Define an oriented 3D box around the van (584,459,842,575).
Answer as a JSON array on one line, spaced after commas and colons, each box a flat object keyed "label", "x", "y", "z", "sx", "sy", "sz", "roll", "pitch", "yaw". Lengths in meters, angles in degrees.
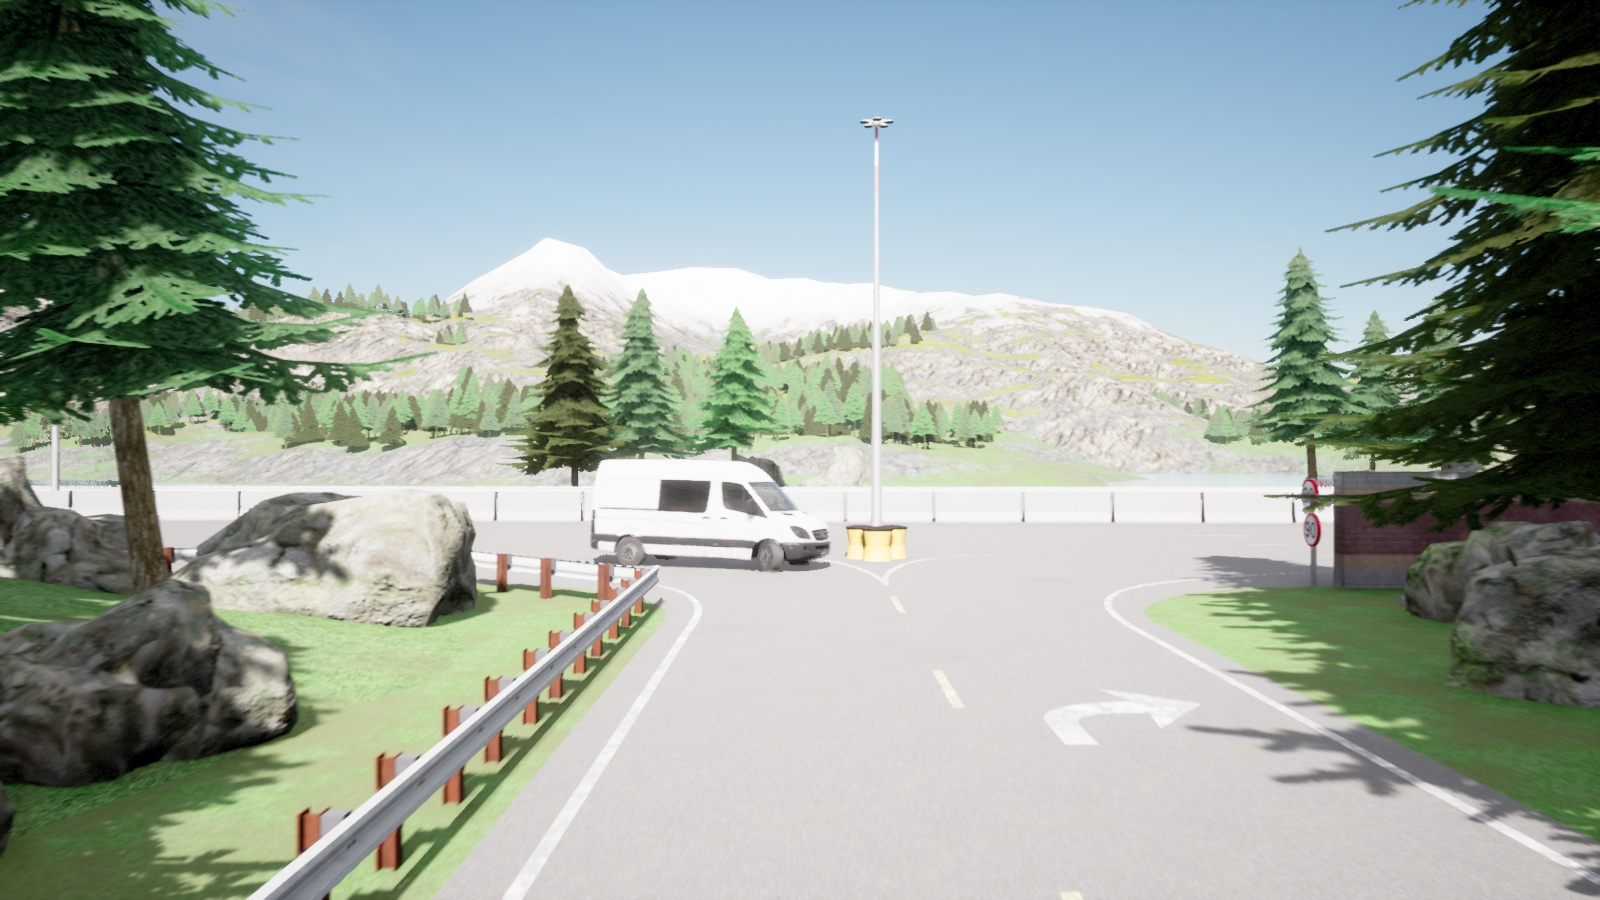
[{"label": "van", "x": -2.129, "y": 1.534, "z": 27.599, "sx": 5.915, "sy": 2.561, "sz": 1.988, "roll": 0, "pitch": -2, "yaw": 23}]
